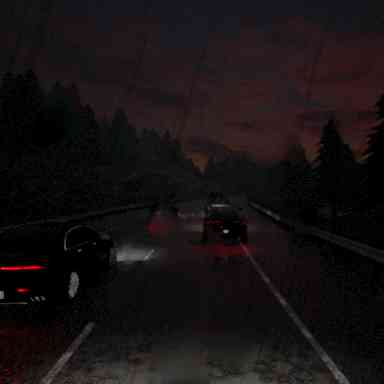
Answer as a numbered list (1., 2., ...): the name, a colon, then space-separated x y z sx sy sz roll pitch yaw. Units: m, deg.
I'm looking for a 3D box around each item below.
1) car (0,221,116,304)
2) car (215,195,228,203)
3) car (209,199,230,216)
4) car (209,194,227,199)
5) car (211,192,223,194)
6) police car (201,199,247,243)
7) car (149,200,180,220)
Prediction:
1. car: -3.232 1.471 8.028 1.837 1.490 4.892 0 0 2
2. car: 5.679 1.304 63.828 2.033 1.411 5.357 0 0 9
3. car: 2.656 1.405 31.565 1.812 1.442 4.674 0 0 6
4. car: 2.127 1.253 25.669 2.097 1.767 4.553 0 0 5
5. car: 3.673 1.033 49.164 2.150 2.045 5.566 0 0 7
6. police car: 1.489 1.364 16.015 1.930 1.638 5.238 0 0 3
7. car: -2.192 1.399 26.861 1.837 1.490 4.892 0 0 5
